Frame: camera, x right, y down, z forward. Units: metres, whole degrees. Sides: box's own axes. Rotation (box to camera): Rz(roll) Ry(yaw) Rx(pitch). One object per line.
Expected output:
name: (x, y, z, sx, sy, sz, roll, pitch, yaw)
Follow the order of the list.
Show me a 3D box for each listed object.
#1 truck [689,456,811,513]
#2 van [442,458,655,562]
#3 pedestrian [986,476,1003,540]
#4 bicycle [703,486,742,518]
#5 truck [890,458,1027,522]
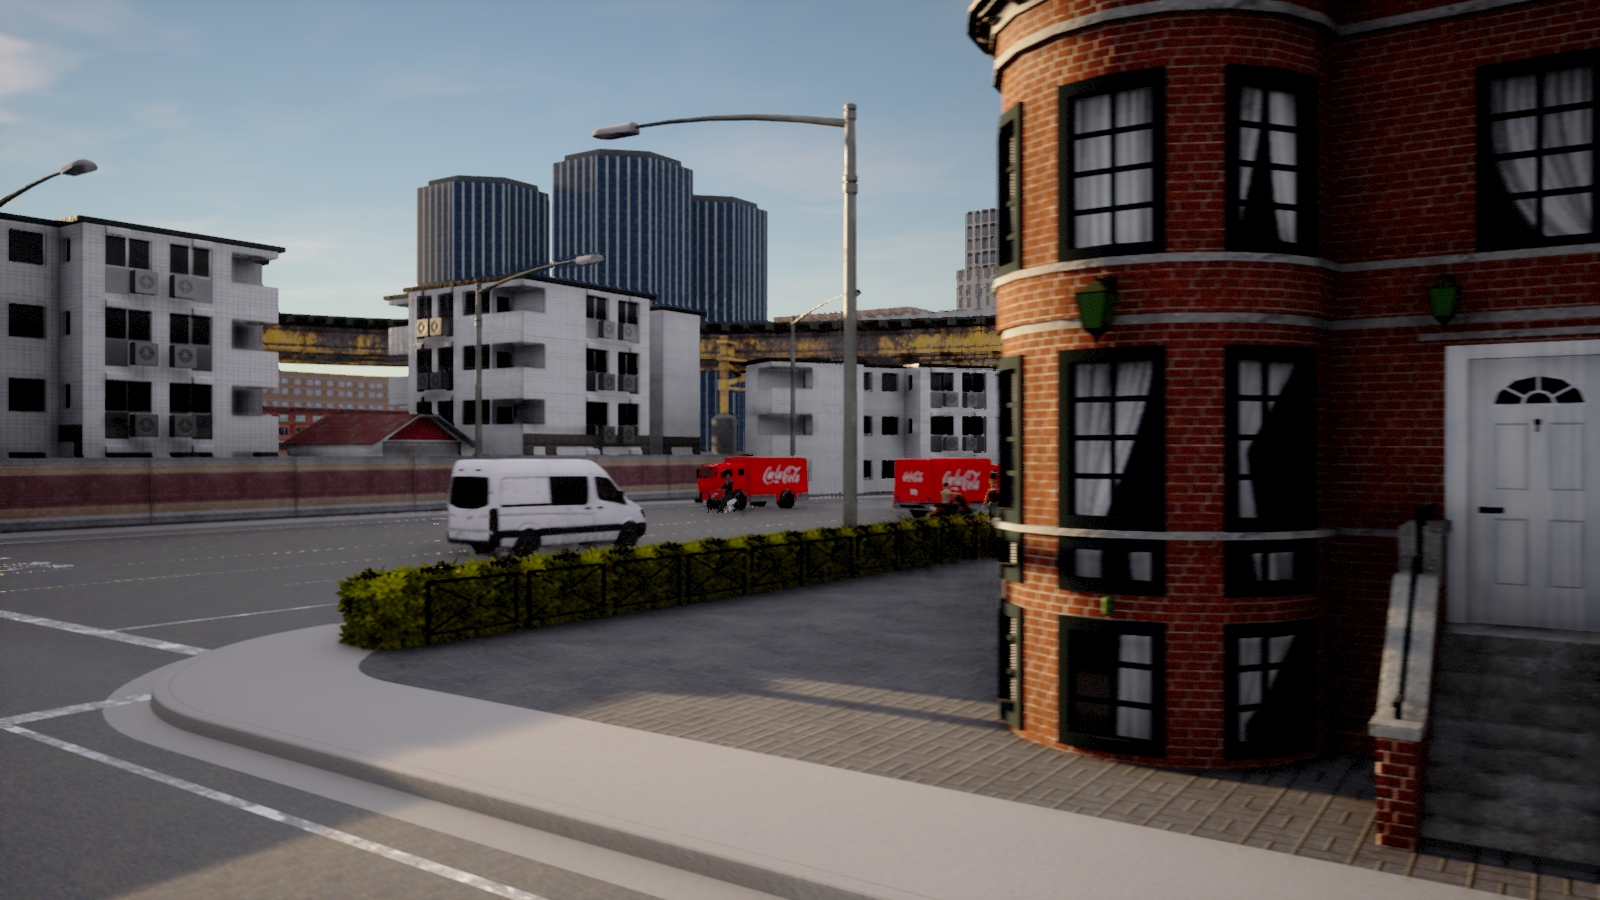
truck: (-2.305, 1.550, 53.473, 5.204, 2.467, 2.627, 0, 0, -39)
van: (-6.801, 1.521, 31.608, 1.988, 2.561, 5.915, 0, 0, 36)
pedestrian: (5.688, 1.688, 33.441, 0.375, 1.860, 0.375, 0, 0, 36)
bicycle: (-3.221, 2.154, 47.616, 0.329, 1.251, 1.835, 2, 1, 43)
truck: (6.516, 1.556, 46.808, 5.204, 2.467, 2.627, 0, 0, -37)
